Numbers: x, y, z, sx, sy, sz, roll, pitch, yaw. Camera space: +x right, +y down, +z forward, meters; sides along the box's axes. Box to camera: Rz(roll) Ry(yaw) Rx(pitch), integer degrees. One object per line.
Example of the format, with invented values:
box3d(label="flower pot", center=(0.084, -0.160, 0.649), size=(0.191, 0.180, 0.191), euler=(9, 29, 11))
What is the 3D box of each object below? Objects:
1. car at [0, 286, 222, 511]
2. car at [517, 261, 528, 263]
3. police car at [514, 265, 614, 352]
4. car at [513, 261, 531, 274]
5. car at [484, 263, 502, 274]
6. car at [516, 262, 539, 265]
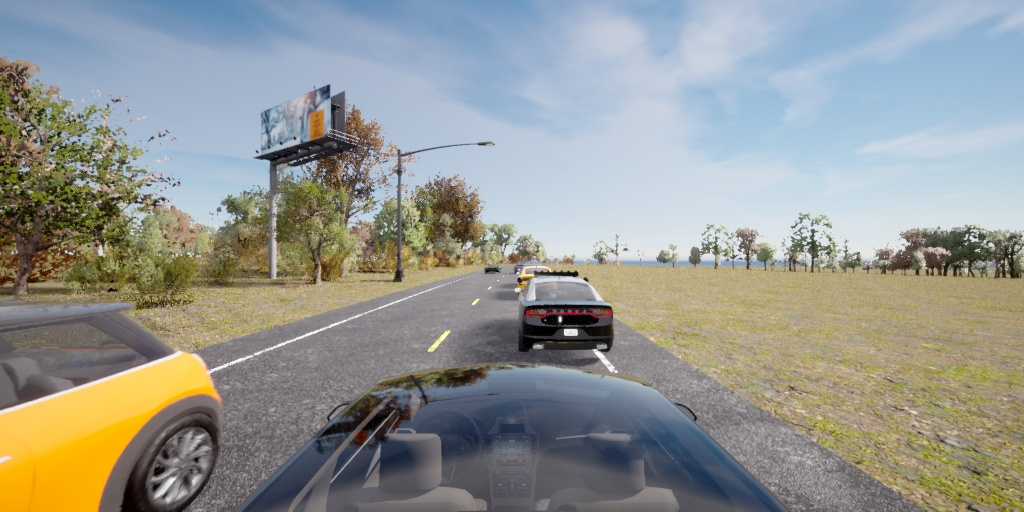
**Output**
box3d(label="car", center=(-3.580, 1.102, 1.169), size=(2.097, 1.767, 4.553), euler=(0, 0, 0))
box3d(label="car", center=(1.421, 1.295, 24.902), size=(1.882, 1.535, 5.008), euler=(0, 0, 2))
box3d(label="police car", center=(1.092, 1.184, 9.068), size=(1.930, 1.638, 5.238), euler=(0, 0, 1))
box3d(label="car", center=(1.326, 1.466, 45.966), size=(2.128, 1.511, 4.902), euler=(0, 0, 4))
box3d(label="car", center=(-2.275, 1.562, 44.282), size=(1.895, 1.301, 4.718), euler=(0, 0, 3))
box3d(label="car", center=(1.259, 1.266, 18.924), size=(1.882, 1.535, 5.008), euler=(0, 0, 1))
